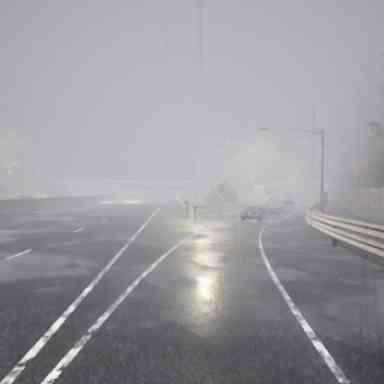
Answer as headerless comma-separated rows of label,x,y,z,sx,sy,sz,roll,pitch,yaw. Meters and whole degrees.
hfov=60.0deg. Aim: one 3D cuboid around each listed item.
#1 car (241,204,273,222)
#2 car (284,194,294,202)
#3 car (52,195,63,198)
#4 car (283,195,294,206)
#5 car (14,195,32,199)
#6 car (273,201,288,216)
car,6.055,2.067,31.874,2.033,1.411,5.357,1,-1,22
car,22.053,1.372,75.498,2.128,1.511,4.902,1,4,16
car,-28.589,1.365,70.810,1.994,1.385,4.181,0,0,-3
car,19.084,1.906,65.877,1.882,1.535,5.008,1,3,17
car,-27.735,1.328,54.612,2.128,1.511,4.902,0,0,-3
car,10.808,2.312,43.266,2.033,1.411,5.357,1,0,22
